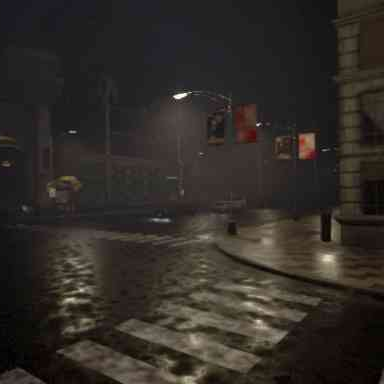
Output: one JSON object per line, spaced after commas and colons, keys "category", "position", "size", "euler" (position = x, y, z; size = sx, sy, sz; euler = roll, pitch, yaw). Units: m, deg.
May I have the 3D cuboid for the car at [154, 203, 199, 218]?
{"category": "car", "position": [-1.417, 1.767, 33.064], "size": [2.033, 1.411, 5.357], "euler": [-1, 0, 36]}

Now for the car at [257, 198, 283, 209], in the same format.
{"category": "car", "position": [11.529, 1.684, 49.080], "size": [5.008, 1.535, 1.882], "euler": [0, 0, -43]}

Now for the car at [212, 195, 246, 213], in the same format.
{"category": "car", "position": [4.699, 1.439, 41.316], "size": [2.150, 2.045, 5.566], "euler": [-1, 0, 37]}
